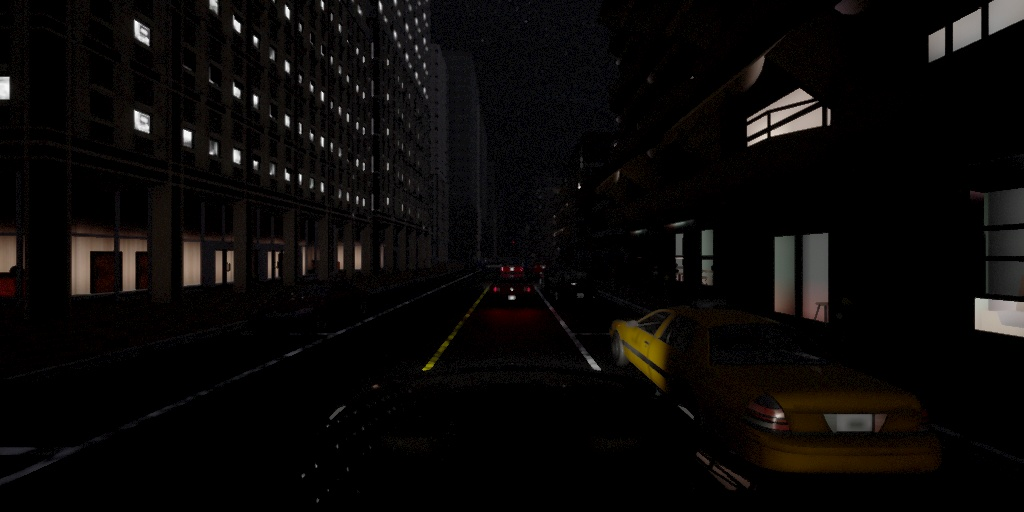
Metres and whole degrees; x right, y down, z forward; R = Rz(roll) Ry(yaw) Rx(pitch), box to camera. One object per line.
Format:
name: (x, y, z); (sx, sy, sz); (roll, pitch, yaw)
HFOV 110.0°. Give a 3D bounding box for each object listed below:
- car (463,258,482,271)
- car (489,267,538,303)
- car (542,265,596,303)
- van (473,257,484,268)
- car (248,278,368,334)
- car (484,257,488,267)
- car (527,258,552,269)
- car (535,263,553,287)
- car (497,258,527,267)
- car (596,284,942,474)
car: (-5.690, 1.338, 50.141); (1.948, 1.339, 4.313); (0, 0, 0)
car: (0.000, 1.369, 16.530); (1.895, 1.301, 4.718); (0, 0, 0)
car: (2.690, 1.302, 16.250); (2.007, 1.370, 4.403); (0, 0, 0)
van: (-5.690, 1.117, 55.790); (1.690, 1.789, 3.998); (0, 0, 0)
car: (-5.690, 1.332, 10.602); (1.802, 1.307, 4.207); (0, 0, 0)
car: (-5.690, 1.332, 61.438); (2.007, 1.370, 4.403); (0, 0, 0)
car: (2.691, 1.075, 33.195); (2.192, 1.841, 5.009); (0, 0, 0)
car: (2.690, 1.320, 21.898); (1.948, 1.339, 4.313); (0, 0, 0)
car: (0.000, 1.126, 31.470); (2.097, 1.767, 4.553); (0, 0, 0)
car: (2.690, 1.275, 5.123); (1.751, 1.417, 4.829); (0, 0, 0)
